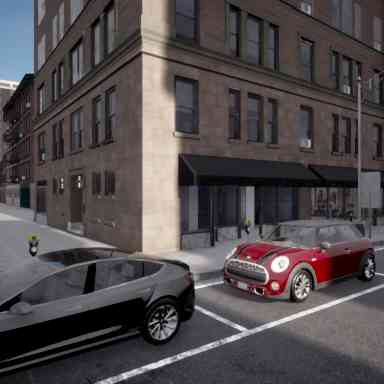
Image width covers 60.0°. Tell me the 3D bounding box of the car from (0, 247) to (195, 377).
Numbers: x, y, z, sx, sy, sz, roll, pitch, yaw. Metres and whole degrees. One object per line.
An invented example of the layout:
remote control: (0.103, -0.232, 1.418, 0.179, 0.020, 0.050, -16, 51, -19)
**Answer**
car: (-1.929, 1.566, 4.816, 4.313, 1.339, 1.947, 0, 0, -36)

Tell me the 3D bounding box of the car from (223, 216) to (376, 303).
car: (2.675, 1.440, 8.147, 4.097, 1.590, 1.967, 0, 0, -36)
